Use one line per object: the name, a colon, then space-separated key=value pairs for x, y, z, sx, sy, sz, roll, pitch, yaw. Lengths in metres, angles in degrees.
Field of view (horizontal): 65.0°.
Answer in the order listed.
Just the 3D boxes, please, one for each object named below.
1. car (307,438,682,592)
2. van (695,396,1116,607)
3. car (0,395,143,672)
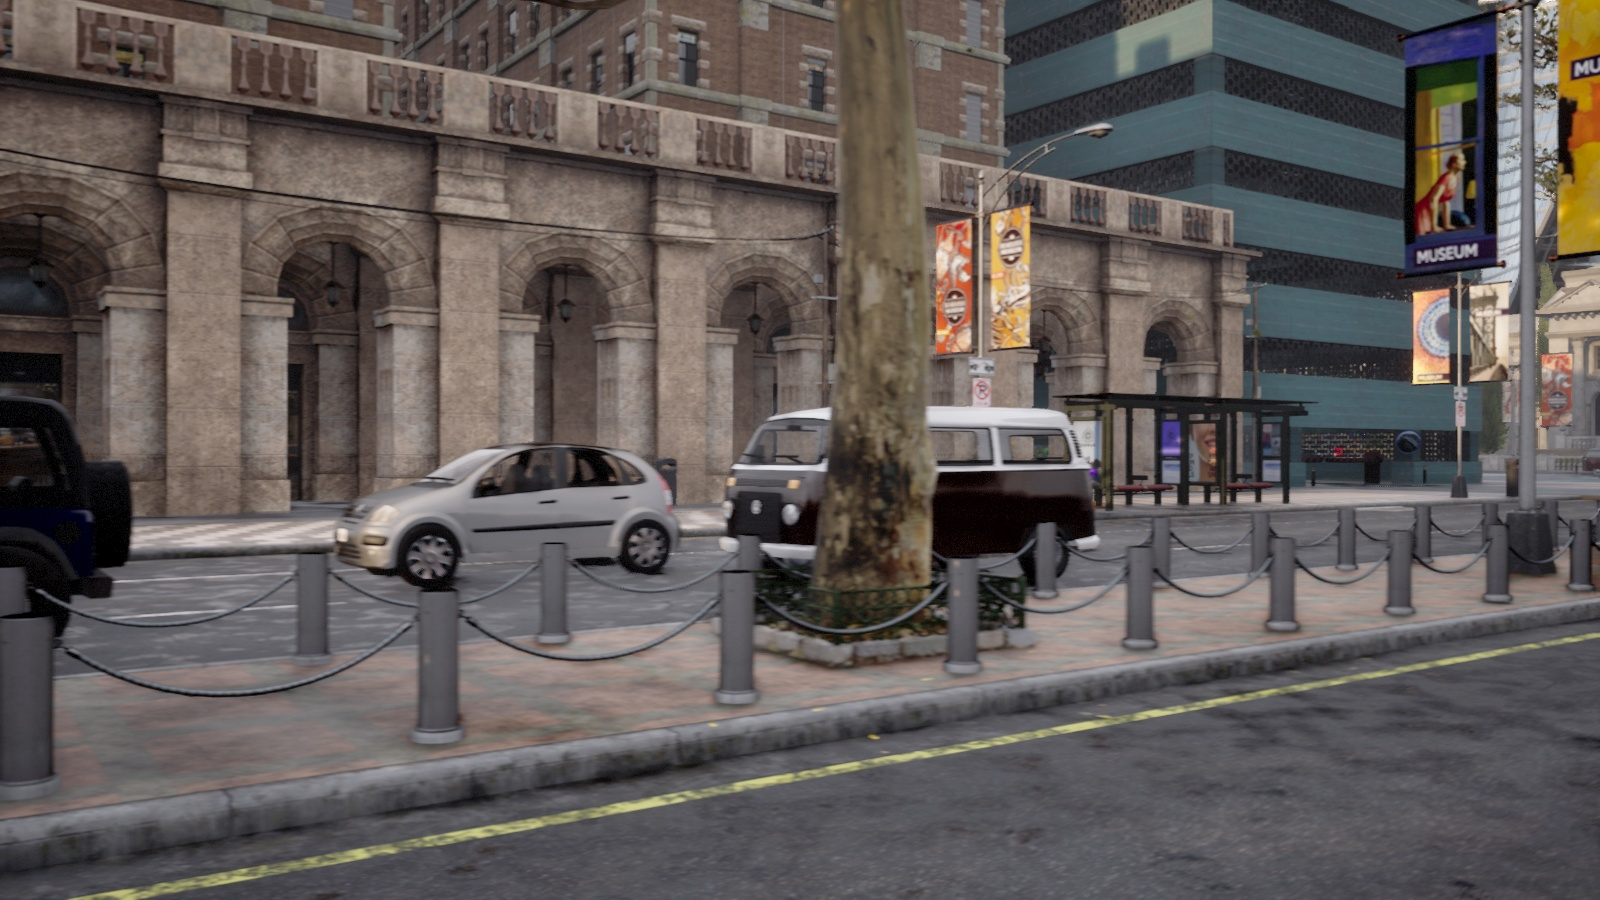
car: x=-3.628 y=0.688 z=15.145 sx=3.988 sy=1.617 sz=1.851 roll=0 pitch=0 yaw=-35
van: x=1.271 y=0.501 z=14.293 sx=4.480 sy=2.038 sz=2.069 roll=0 pitch=0 yaw=-35
car: x=-6.835 y=0.574 z=8.651 sx=3.866 sy=1.878 sz=1.905 roll=0 pitch=0 yaw=-35
